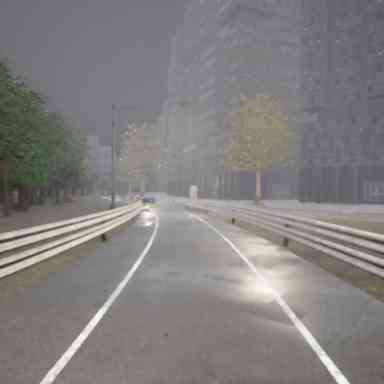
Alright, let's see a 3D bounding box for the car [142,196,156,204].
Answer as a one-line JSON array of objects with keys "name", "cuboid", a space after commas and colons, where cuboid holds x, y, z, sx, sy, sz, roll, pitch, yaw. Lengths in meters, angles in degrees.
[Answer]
[{"name": "car", "cuboid": [-7.710, 1.354, 58.175, 1.882, 1.535, 5.008, 0, 0, -19]}]
